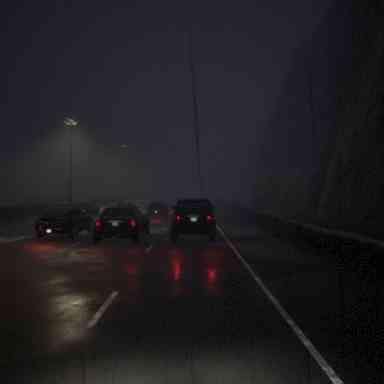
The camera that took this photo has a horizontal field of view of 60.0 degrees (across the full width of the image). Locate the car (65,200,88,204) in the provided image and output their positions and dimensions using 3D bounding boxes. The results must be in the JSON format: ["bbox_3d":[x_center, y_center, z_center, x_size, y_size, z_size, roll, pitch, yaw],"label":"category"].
[{"bbox_3d":[-10.447,1.731,32.342,1.895,1.301,4.718,0,0,0],"label":"car"}]

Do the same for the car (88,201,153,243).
[{"bbox_3d":[-3.424,1.467,16.917,2.097,1.767,4.553,0,0,0],"label":"car"}]

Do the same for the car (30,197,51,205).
[{"bbox_3d":[-24.632,1.553,55.613,1.994,1.385,4.181,0,1,0],"label":"car"}]

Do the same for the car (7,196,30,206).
[{"bbox_3d":[-28.125,1.484,55.560,2.128,1.511,4.902,0,1,1],"label":"car"}]

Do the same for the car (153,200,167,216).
[{"bbox_3d":[-3.450,1.628,34.118,1.837,1.490,4.892,0,0,0],"label":"car"}]

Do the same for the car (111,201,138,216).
[{"bbox_3d":[-6.951,1.687,34.543,1.994,1.385,4.181,0,0,0],"label":"car"}]

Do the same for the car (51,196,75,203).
[{"bbox_3d":[-21.137,1.493,55.582,1.837,1.490,4.892,0,1,0],"label":"car"}]

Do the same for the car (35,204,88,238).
[{"bbox_3d":[-6.926,1.627,18.507,1.837,1.490,4.892,0,0,0],"label":"car"}]

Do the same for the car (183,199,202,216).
[{"bbox_3d":[0.047,1.594,35.749,1.882,1.535,5.008,0,0,0],"label":"car"}]

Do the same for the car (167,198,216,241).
[{"bbox_3d":[0.075,1.337,17.626,2.150,2.045,5.566,0,0,0],"label":"car"}]

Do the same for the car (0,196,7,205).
[{"bbox_3d":[-31.614,1.511,54.168,1.837,1.490,4.892,0,1,0],"label":"car"}]
